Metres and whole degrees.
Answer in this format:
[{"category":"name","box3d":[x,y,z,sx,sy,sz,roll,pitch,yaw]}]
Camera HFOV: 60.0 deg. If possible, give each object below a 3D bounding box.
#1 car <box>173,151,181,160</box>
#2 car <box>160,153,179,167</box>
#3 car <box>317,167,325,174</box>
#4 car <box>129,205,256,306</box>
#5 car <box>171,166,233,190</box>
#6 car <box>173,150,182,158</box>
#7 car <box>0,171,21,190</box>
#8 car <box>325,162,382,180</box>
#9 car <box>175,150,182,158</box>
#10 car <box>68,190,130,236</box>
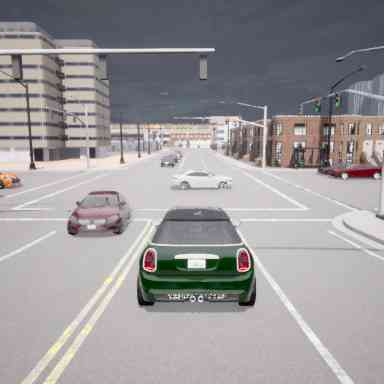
[{"category":"car","box3d":[-3.462,-5.924,58.196,1.882,1.535,5.008,0,9,0]},{"category":"car","box3d":[-3.514,-4.516,48.859,2.128,1.511,4.902,0,8,1]},{"category":"car","box3d":[16.393,-2.511,35.760,5.357,1.411,2.033,0,8,0]},{"category":"car","box3d":[0.091,1.075,7.660,2.097,1.767,4.553,0,4,0]},{"category":"car","box3d":[0.745,-0.959,25.250,4.674,1.442,1.812,0,8,0]},{"category":"car","box3d":[-3.342,-8.935,77.540,2.097,1.767,4.553,0,8,0]},{"category":"car","box3d":[-15.604,-1.144,25.348,4.553,1.767,2.097,0,8,0]},{"category":"car","box3d":[16.047,-2.062,32.282,5.008,1.535,1.882,0,8,0]},{"category":"car","box3d":[-3.374,-7.262,67.491,1.812,1.442,4.674,0,8,1]},{"category":"car","box3d":[-3.633,0.699,13.748,1.812,1.442,4.674,0,6,-4]}]
